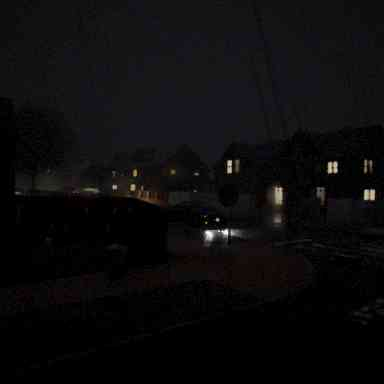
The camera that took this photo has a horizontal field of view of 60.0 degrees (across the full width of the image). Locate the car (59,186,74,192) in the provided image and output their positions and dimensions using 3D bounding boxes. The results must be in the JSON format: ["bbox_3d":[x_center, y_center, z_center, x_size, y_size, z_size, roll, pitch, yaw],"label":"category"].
[{"bbox_3d":[-19.941,0.082,52.113,2.150,2.045,5.566,1,1,-36],"label":"car"}]

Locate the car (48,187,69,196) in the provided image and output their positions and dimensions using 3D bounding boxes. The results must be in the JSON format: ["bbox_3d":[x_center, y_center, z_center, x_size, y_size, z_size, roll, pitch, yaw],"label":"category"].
[{"bbox_3d":[-19.221,0.425,46.368,2.128,1.511,4.902,1,1,-36],"label":"car"}]

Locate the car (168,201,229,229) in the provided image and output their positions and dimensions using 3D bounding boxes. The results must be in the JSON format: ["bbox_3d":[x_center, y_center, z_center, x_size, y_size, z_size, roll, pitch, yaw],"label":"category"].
[{"bbox_3d":[0.224,1.228,18.996,1.994,1.385,4.181,1,1,-34],"label":"car"}]

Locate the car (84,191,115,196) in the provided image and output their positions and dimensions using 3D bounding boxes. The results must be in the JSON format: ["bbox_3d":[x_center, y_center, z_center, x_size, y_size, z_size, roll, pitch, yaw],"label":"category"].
[{"bbox_3d":[-7.876,0.859,30.327,1.837,1.490,4.892,1,1,-36],"label":"car"}]

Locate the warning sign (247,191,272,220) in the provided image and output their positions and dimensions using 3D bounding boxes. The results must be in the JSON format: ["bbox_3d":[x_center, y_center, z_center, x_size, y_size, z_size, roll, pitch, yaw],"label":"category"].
[{"bbox_3d":[4.505,0.864,22.200,1.300,1.860,1.060,0,0,-36],"label":"warning sign"}]

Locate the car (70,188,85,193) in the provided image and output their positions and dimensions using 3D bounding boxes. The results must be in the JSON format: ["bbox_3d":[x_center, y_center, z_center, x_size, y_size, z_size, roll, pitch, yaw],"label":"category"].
[{"bbox_3d":[-13.862,0.635,43.670,2.033,1.411,5.357,1,1,-35],"label":"car"}]

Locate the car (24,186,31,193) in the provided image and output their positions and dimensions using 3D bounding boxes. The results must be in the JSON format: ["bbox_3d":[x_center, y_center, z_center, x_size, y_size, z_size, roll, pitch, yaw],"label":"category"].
[{"bbox_3d":[-39.770,-0.565,81.461,2.097,1.767,4.553,-1,2,-36],"label":"car"}]
